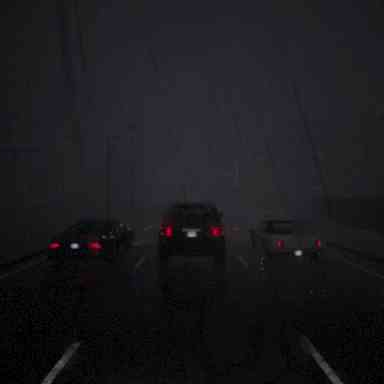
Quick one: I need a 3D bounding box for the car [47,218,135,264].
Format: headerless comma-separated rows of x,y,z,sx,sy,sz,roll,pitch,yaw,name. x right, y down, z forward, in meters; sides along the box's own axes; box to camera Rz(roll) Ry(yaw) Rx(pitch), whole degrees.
-3.486,1.685,12.429,2.033,1.411,5.357,0,-1,0,car

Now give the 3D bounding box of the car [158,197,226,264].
0.015,1.363,12.502,2.150,2.045,5.566,0,0,0,car

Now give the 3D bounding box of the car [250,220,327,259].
3.522,1.746,13.166,1.895,1.301,4.718,0,-1,0,car
